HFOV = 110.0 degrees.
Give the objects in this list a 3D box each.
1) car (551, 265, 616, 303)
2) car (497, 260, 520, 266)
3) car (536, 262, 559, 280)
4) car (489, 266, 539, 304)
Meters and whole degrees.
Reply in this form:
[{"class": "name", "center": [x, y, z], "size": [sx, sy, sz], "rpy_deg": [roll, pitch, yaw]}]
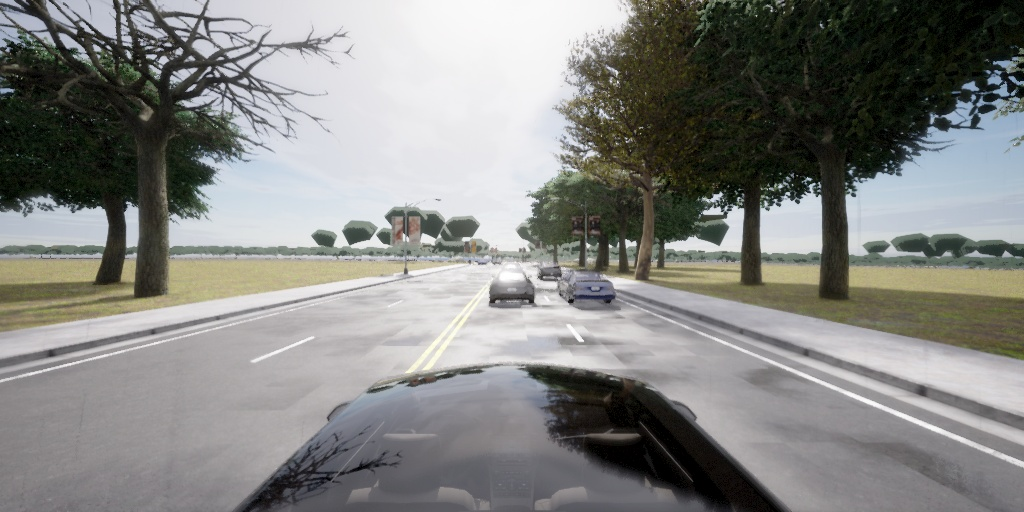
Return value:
[{"class": "car", "center": [3.250, 1.317, 16.500], "size": [2.033, 1.411, 5.357], "rpy_deg": [0, 0, 0]}, {"class": "car", "center": [0.000, 1.333, 31.501], "size": [2.033, 1.411, 5.357], "rpy_deg": [0, 0, 0]}, {"class": "car", "center": [3.250, 1.265, 31.501], "size": [2.128, 1.511, 4.902], "rpy_deg": [0, 0, 0]}, {"class": "car", "center": [0.000, 1.326, 16.500], "size": [1.994, 1.385, 4.181], "rpy_deg": [0, 0, 0]}]
